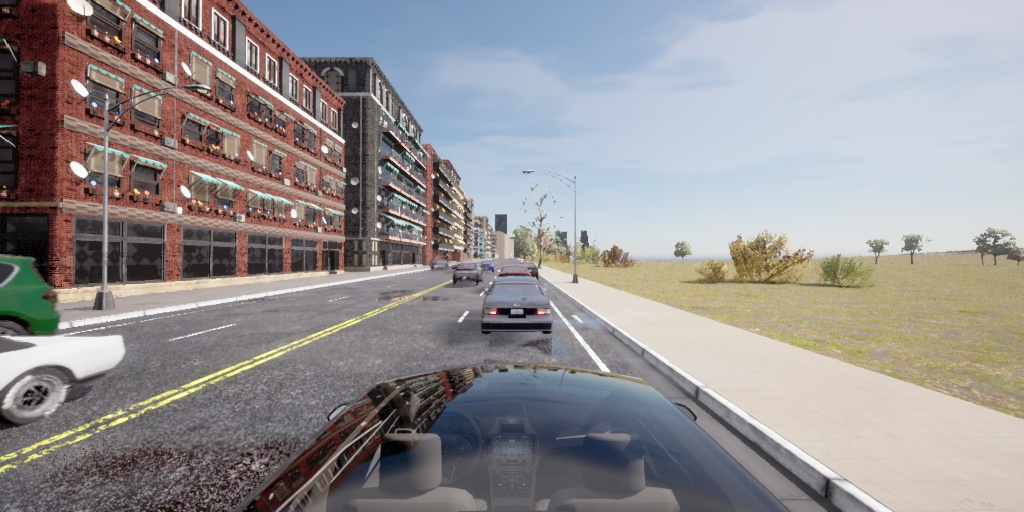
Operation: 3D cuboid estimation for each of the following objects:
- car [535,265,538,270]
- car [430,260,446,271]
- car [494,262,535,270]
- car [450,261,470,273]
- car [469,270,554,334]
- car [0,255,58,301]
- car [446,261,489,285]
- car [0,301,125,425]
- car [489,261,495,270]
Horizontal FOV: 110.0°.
[{"bbox_3d":[1.212,1.232,30.554,1.882,1.535,5.008,0,0,0],"label":"car"},{"bbox_3d":[-9.726,1.244,48.398,2.128,1.511,4.902,0,0,0],"label":"car"},{"bbox_3d":[0.152,1.231,21.117,1.882,1.535,5.008,0,0,0],"label":"car"},{"bbox_3d":[-6.486,1.354,45.323,1.895,1.301,4.718,0,0,0],"label":"car"},{"bbox_3d":[0.122,1.299,10.577,2.033,1.411,5.357,0,0,0],"label":"car"},{"bbox_3d":[-9.848,0.972,4.562,2.150,2.045,5.566,0,0,0],"label":"car"},{"bbox_3d":[-3.088,1.243,25.912,2.128,1.511,4.902,0,0,0],"label":"car"},{"bbox_3d":[-6.599,1.351,2.955,1.895,1.301,4.718,0,0,0],"label":"car"},{"bbox_3d":[-3.040,1.280,44.522,1.812,1.442,4.674,0,-1,0],"label":"car"}]
